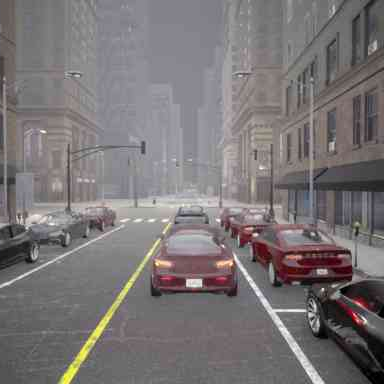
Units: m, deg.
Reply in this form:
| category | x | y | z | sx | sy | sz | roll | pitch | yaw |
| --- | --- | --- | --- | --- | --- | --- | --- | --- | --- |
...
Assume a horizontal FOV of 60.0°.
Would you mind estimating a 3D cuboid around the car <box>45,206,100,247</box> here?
| category | x | y | z | sx | sy | sz | roll | pitch | yaw |
| --- | --- | --- | --- | --- | --- | --- | --- | --- | --- |
| car | -5.813 | 1.549 | 14.699 | 2.008 | 1.369 | 4.403 | -1 | 0 | 0 |

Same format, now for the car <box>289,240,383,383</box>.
| category | x | y | z | sx | sy | sz | roll | pitch | yaw |
| --- | --- | --- | --- | --- | --- | --- | --- | --- | --- |
| car | 2.745 | 1.565 | 3.714 | 1.947 | 1.339 | 4.313 | -1 | 0 | 0 |

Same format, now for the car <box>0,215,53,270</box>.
| category | x | y | z | sx | sy | sz | roll | pitch | yaw |
| --- | --- | --- | --- | --- | --- | --- | --- | --- | --- |
| car | -5.797 | 1.565 | 9.194 | 1.947 | 1.339 | 4.313 | -1 | 0 | 0 |

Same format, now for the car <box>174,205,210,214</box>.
| category | x | y | z | sx | sy | sz | roll | pitch | yaw |
| --- | --- | --- | --- | --- | --- | --- | --- | --- | --- |
| car | -0.017 | 1.491 | 18.810 | 2.128 | 1.511 | 4.902 | 0 | 0 | 1 |

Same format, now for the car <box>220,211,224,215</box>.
| category | x | y | z | sx | sy | sz | roll | pitch | yaw |
| --- | --- | --- | --- | --- | --- | --- | --- | --- | --- |
| car | 2.695 | 1.543 | 20.230 | 1.887 | 1.381 | 4.507 | -1 | 0 | 0 |

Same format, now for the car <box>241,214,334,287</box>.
| category | x | y | z | sx | sy | sz | roll | pitch | yaw |
| --- | --- | --- | --- | --- | --- | --- | --- | --- | --- |
| car | 2.728 | 1.544 | 9.219 | 1.887 | 1.381 | 4.507 | -1 | 0 | 0 |

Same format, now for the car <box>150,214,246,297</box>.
| category | x | y | z | sx | sy | sz | roll | pitch | yaw |
| --- | --- | --- | --- | --- | --- | --- | --- | --- | --- |
| car | 0.046 | 1.525 | 8.474 | 1.812 | 1.442 | 4.674 | 0 | 0 | 0 |

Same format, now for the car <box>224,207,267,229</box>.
| category | x | y | z | sx | sy | sz | roll | pitch | yaw |
| --- | --- | --- | --- | --- | --- | --- | --- | --- | --- |
| car | 2.712 | 1.543 | 14.724 | 1.887 | 1.381 | 4.507 | -1 | 0 | 0 |

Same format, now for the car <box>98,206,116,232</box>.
| category | x | y | z | sx | sy | sz | roll | pitch | yaw |
| --- | --- | --- | --- | --- | --- | --- | --- | --- | --- |
| car | -5.830 | 1.543 | 20.204 | 1.887 | 1.381 | 4.507 | -1 | 0 | 0 |
